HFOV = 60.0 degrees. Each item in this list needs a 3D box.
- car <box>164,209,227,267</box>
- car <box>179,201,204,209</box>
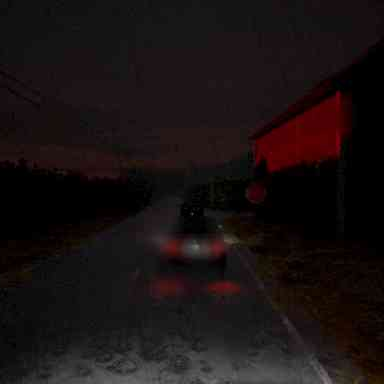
[{"bbox_3d":[0.110,1.532,11.273,2.033,1.411,5.357,0,0,1],"label":"car"},{"bbox_3d":[-0.032,1.453,27.708,2.128,1.511,4.902,0,0,-1],"label":"car"}]
